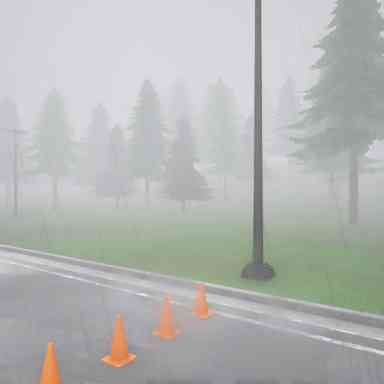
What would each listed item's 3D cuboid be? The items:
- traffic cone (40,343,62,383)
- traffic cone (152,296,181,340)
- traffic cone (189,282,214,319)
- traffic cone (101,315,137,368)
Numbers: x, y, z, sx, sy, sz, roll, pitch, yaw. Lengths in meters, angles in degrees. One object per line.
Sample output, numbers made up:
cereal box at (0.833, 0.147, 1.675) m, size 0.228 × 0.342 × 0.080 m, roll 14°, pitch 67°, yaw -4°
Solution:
traffic cone at (-1.553, 1.955, 3.652) m, size 0.340 × 0.580 × 0.340 m, roll 0°, pitch 0°, yaw 35°
traffic cone at (-0.399, 1.955, 5.286) m, size 0.340 × 0.580 × 0.340 m, roll 0°, pitch 0°, yaw 35°
traffic cone at (0.178, 1.955, 6.102) m, size 0.340 × 0.580 × 0.340 m, roll 0°, pitch 0°, yaw 35°
traffic cone at (-0.976, 1.955, 4.469) m, size 0.340 × 0.580 × 0.340 m, roll 0°, pitch 0°, yaw 35°
